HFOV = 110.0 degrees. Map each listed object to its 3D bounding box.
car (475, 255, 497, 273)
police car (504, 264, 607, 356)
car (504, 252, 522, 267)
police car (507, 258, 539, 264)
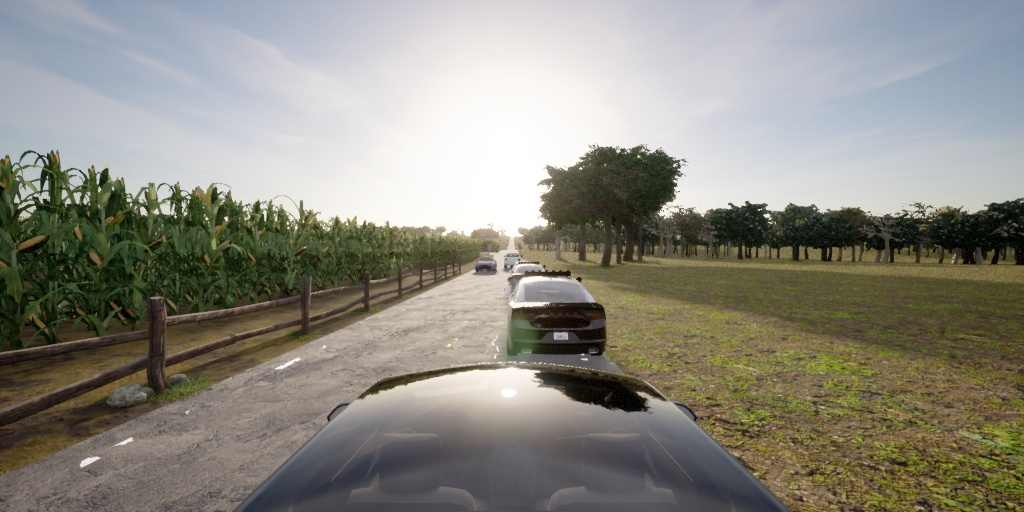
[{"bbox_3d":[-2.667,0.811,37.488,2.097,1.767,4.553,0,1,0],"label":"car"},{"bbox_3d":[0.843,1.154,8.721,1.930,1.638,5.238,0,0,0],"label":"police car"},{"bbox_3d":[0.129,0.527,46.118,2.150,2.045,5.566,0,1,1],"label":"car"},{"bbox_3d":[0.865,1.090,18.722,1.930,1.638,5.238,0,0,0],"label":"police car"}]
